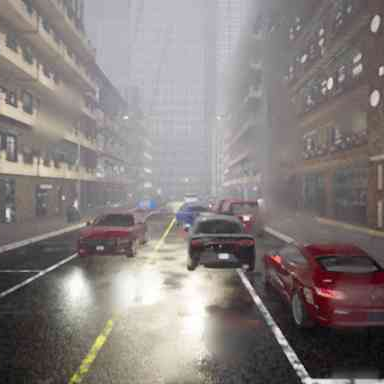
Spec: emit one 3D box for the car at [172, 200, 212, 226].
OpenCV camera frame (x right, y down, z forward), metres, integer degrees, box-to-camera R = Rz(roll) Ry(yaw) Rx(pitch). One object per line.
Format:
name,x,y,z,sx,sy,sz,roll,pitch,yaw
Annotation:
car,0.179,1.486,20.716,1.882,1.535,5.008,0,0,-11

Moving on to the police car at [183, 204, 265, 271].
police car,0.802,1.430,11.029,1.930,1.638,5.238,0,0,0

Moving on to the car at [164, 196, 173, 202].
car,-5.503,1.587,78.781,1.947,1.339,4.313,-1,0,0

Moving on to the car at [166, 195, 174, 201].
car,-5.516,1.566,84.330,1.887,1.381,4.507,-1,0,0

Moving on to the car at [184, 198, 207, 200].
car,0.217,1.516,26.794,1.837,1.490,4.892,0,0,15

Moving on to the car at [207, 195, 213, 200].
car,2.502,1.324,23.328,2.192,1.841,5.009,-1,0,0

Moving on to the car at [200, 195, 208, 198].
car,2.452,1.456,45.524,1.967,1.590,4.097,-1,0,0

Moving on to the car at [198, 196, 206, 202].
car,2.377,1.566,78.818,1.887,1.381,4.507,-1,0,0

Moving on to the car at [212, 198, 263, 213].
car,2.515,1.322,17.779,2.192,1.841,5.009,-1,0,0

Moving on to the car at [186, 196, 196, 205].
car,-0.140,1.545,61.641,1.812,1.442,4.674,0,0,0

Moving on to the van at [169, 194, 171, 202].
van,-5.467,1.361,62.133,1.690,1.788,3.998,-1,0,0

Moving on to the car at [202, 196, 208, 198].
car,2.466,1.540,40.145,1.752,1.417,4.829,-1,0,0

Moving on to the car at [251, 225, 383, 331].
car,2.543,1.585,6.681,1.802,1.307,4.206,-1,0,0

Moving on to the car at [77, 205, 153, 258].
car,-2.878,1.483,12.922,1.882,1.535,5.008,0,0,0

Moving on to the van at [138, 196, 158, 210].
van,-5.416,1.356,39.937,1.690,1.788,3.998,-1,0,0

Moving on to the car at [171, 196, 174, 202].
car,-5.493,1.336,73.232,2.192,1.841,5.009,-1,0,0

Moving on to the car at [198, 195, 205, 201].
car,2.363,1.547,84.537,1.752,1.417,4.829,-1,0,0

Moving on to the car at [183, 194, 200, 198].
car,-0.095,1.237,46.957,2.150,2.045,5.566,0,0,0

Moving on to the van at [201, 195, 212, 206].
van,2.425,1.360,56.622,1.690,1.788,3.998,-1,0,0

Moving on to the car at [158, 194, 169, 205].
car,-5.454,1.459,56.584,1.967,1.590,4.097,-1,0,0
